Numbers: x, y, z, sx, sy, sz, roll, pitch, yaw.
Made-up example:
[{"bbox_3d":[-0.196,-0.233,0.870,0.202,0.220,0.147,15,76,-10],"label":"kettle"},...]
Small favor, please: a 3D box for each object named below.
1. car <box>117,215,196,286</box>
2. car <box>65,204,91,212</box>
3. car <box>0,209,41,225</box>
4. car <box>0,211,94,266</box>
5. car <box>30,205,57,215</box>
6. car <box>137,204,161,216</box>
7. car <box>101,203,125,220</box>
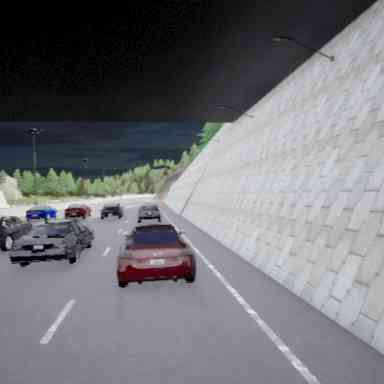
[{"bbox_3d":[-1.082,1.613,9.733,1.994,1.385,4.181,-2,0,-8],"label":"car"},{"bbox_3d":[-11.438,1.918,33.651,1.882,1.535,5.008,-2,0,-8],"label":"car"},{"bbox_3d":[-8.948,1.836,15.567,1.837,1.490,4.892,-2,0,-8],"label":"car"},{"bbox_3d":[-5.004,1.737,12.574,2.033,1.411,5.357,-2,0,-8],"label":"car"},{"bbox_3d":[-14.909,2.038,33.202,1.882,1.535,5.008,-2,0,-8],"label":"car"},{"bbox_3d":[-3.572,1.705,27.823,2.033,1.411,5.357,-2,0,-8],"label":"car"},{"bbox_3d":[-7.772,1.816,32.681,1.837,1.490,4.892,-2,0,-8],"label":"car"}]
